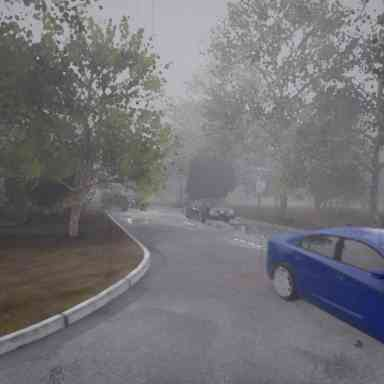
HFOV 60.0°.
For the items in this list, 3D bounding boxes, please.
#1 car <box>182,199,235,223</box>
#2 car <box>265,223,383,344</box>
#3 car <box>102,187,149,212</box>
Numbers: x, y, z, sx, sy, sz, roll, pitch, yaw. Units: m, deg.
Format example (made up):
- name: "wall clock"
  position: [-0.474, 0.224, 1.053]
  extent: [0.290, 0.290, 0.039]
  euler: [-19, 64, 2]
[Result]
- name: "car"
  position: [0.952, 1.188, 21.944]
  extent: [2.033, 1.411, 5.357]
  euler: [1, 1, -19]
- name: "car"
  position: [3.068, 1.356, 5.176]
  extent: [1.882, 1.535, 5.008]
  euler: [1, 2, -19]
- name: "car"
  position: [-6.001, 0.627, 29.713]
  extent: [2.150, 2.045, 5.566]
  euler: [3, 0, -40]
